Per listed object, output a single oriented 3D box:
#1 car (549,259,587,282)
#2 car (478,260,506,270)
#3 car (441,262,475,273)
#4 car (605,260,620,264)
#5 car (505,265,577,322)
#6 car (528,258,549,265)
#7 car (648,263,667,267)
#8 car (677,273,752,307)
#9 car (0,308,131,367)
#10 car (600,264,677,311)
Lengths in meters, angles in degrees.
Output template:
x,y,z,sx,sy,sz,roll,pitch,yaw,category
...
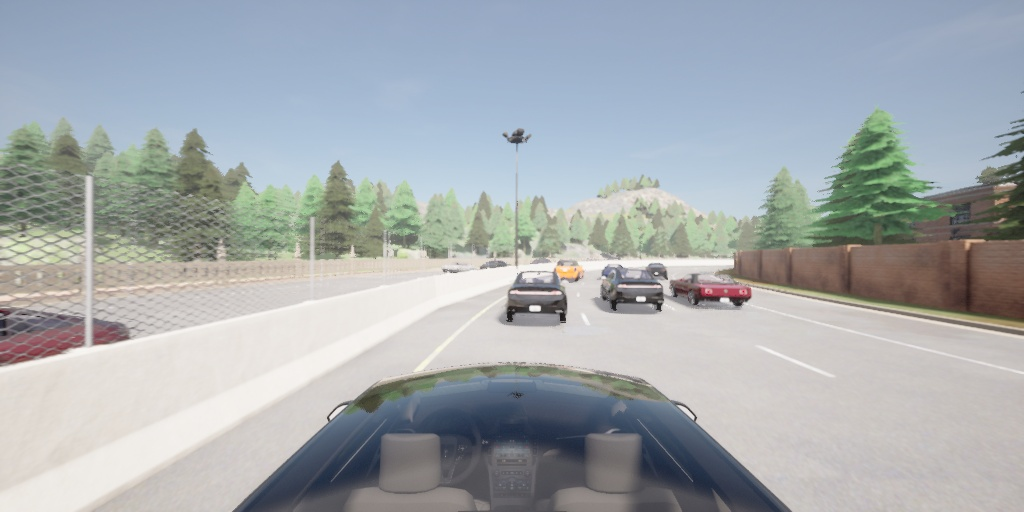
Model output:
x,y,z,sx,sy,sz,roll,pitch,yaw,category
4.733,1.106,29.750,2.097,1.767,4.553,0,0,17,car
-2.159,1.221,41.920,1.837,1.490,4.892,0,0,23,car
-6.204,1.299,41.377,1.895,1.301,4.718,0,0,22,car
9.024,1.336,31.606,1.994,1.385,4.181,0,0,19,car
0.916,1.239,12.325,2.128,1.511,4.902,0,0,7,car
3.543,1.090,46.003,2.097,1.767,4.553,0,0,26,car
13.183,1.315,32.839,1.812,1.442,4.674,0,0,21,car
8.443,1.380,15.785,1.895,1.301,4.718,0,0,10,car
-6.914,1.282,3.850,1.994,1.385,4.181,0,0,2,car
4.755,1.255,14.630,2.128,1.511,4.902,0,0,8,car
